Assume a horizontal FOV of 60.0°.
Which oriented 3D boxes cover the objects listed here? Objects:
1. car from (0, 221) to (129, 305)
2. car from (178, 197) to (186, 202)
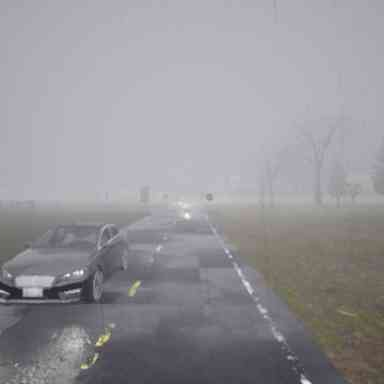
[{"bbox_3d":[-2.849,1.549,8.406,2.128,1.511,4.902,0,0,0],"label":"car"},{"bbox_3d":[-2.737,2.092,92.194,2.128,1.511,4.902,0,0,0],"label":"car"}]
